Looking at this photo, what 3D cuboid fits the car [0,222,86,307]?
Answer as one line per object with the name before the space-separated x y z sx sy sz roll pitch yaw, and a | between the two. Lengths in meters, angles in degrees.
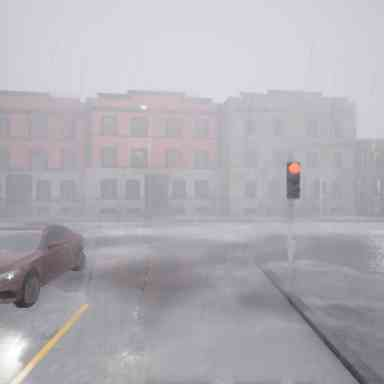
car | -4.015 1.509 8.052 1.812 1.442 4.674 0 0 0
